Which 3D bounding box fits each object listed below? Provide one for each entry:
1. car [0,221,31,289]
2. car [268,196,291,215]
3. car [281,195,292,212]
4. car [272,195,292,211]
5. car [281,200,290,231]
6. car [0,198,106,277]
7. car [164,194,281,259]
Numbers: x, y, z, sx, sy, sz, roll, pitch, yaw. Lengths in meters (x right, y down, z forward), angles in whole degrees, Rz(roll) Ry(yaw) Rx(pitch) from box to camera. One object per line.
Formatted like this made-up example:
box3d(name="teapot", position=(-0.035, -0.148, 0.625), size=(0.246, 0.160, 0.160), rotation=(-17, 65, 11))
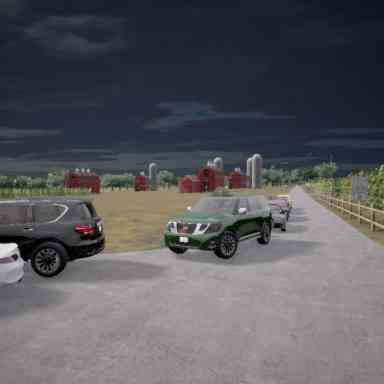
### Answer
box3d(name="car", position=(-5.909, 1.613, 6.499), size=(4.674, 1.442, 1.812), rotation=(-2, 1, -32))
box3d(name="car", position=(8.144, 1.203, 30.803), size=(1.837, 1.490, 4.892), rotation=(0, 0, 17))
box3d(name="car", position=(6.230, 1.239, 24.755), size=(1.882, 1.535, 5.008), rotation=(0, 0, 18))
box3d(name="car", position=(9.950, 1.116, 36.509), size=(1.882, 1.535, 5.008), rotation=(0, 0, 18))
box3d(name="car", position=(4.387, 1.383, 19.019), size=(1.994, 1.385, 4.181), rotation=(0, 0, 17))
box3d(name="car", position=(-5.379, 1.229, 9.608), size=(5.566, 2.045, 2.150), rotation=(-1, 1, -4))
box3d(name="car", position=(1.279, 1.110, 12.690), size=(2.150, 2.045, 5.566), rotation=(0, 0, 34))
